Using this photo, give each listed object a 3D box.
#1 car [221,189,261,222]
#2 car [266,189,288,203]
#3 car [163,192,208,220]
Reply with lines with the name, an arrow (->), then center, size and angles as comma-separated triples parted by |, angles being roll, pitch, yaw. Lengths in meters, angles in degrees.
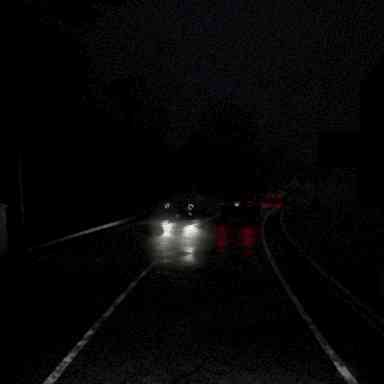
car -> 3.425, 0.783, 22.743 | 2.150, 2.045, 5.566 | 1, 2, 15
car -> 10.588, 0.392, 40.949 | 1.801, 1.575, 5.366 | 3, 3, 27
car -> -0.326, 0.847, 22.758 | 2.097, 1.767, 4.553 | 2, 2, 16
